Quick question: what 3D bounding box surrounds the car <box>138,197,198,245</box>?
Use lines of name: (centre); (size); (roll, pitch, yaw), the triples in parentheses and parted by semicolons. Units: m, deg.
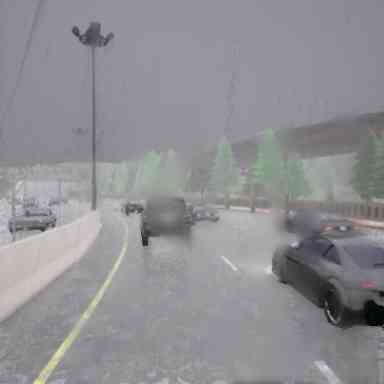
car: (-1.361, 1.247, 15.978); (2.150, 2.045, 5.566); (0, 0, -9)

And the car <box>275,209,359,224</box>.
car: (5.741, 1.524, 15.940); (2.033, 1.411, 5.357); (0, 0, -9)

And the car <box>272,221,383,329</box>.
car: (3.163, 1.549, 6.999); (1.994, 1.385, 4.181); (0, 0, -4)

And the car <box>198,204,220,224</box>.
car: (0.468, 1.569, 24.505); (2.033, 1.411, 5.357); (0, 0, -14)

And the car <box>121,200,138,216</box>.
car: (-6.072, 1.581, 33.904); (1.837, 1.490, 4.892); (0, 0, -19)
